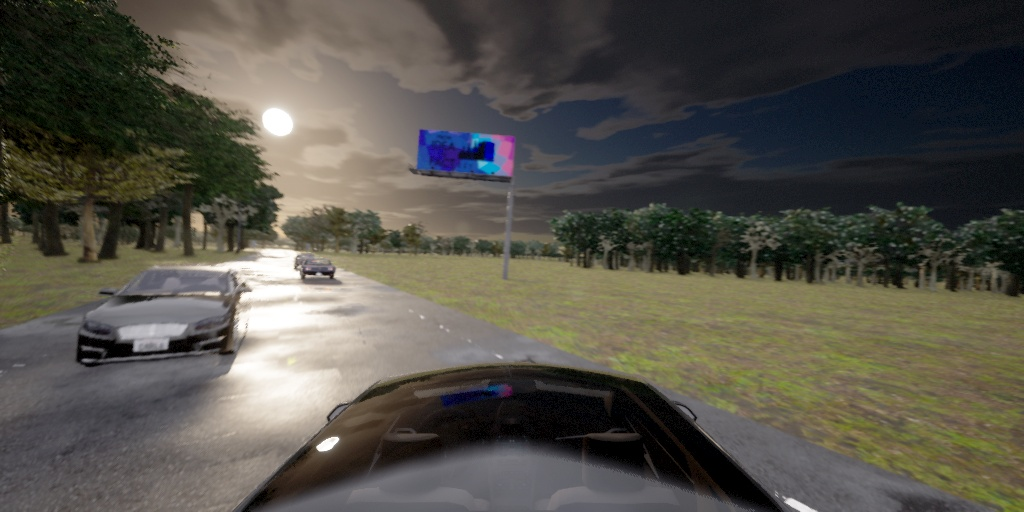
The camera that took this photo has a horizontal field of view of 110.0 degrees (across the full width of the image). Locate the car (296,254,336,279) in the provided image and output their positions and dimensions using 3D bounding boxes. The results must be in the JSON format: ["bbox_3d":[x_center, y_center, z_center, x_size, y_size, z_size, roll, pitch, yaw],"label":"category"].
[{"bbox_3d":[-13.042,0.784,23.942,1.895,1.301,4.718,3,0,-33],"label":"car"}]

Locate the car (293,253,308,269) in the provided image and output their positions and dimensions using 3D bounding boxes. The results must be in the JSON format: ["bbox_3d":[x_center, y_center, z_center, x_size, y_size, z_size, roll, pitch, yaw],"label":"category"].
[{"bbox_3d":[-19.298,0.460,33.535,2.033,1.411,5.357,3,0,-32],"label":"car"}]

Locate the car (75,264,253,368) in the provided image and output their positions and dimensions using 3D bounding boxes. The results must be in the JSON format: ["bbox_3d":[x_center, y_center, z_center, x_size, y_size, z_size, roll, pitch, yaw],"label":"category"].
[{"bbox_3d":[-6.493,0.944,7.224,2.128,1.511,4.902,3,0,-33],"label":"car"}]
